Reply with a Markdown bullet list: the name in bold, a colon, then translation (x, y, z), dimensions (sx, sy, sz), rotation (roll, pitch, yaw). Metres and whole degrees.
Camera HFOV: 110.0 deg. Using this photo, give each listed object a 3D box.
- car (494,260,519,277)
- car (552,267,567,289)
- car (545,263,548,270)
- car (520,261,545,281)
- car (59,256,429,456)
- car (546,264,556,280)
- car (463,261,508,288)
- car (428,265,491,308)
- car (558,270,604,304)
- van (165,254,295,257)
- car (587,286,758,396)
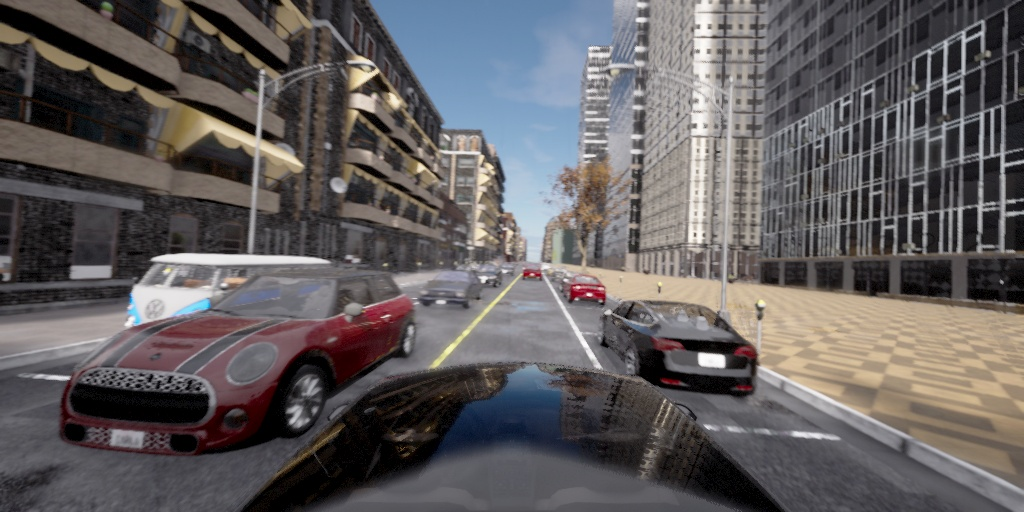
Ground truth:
- **car**: translation (-0.657, 1.551, 40.956), dimensions (2.128, 1.511, 4.902), rotation (3, 0, 4)
- **car**: translation (3.901, 1.673, 23.682), dimensions (2.007, 1.370, 4.403), rotation (0, 0, 4)
- **car**: translation (5.331, 1.907, 46.084), dimensions (1.751, 1.417, 4.829), rotation (0, 0, 4)
- **car**: translation (2.084, 1.616, 36.075), dimensions (1.882, 1.535, 5.008), rotation (3, 0, 4)
- **car**: translation (-3.054, 0.980, 5.277), dimensions (2.097, 1.767, 4.553), rotation (3, 0, 5)
- **car**: translation (4.610, 1.802, 34.798), dimensions (2.007, 1.370, 4.403), rotation (0, 0, 4)
- **car**: translation (-1.747, 1.351, 25.298), dimensions (2.128, 1.511, 4.902), rotation (3, 0, 4)
- **car**: translation (-2.389, 1.294, 15.504), dimensions (2.033, 1.411, 5.357), rotation (3, 0, 3)
- **car**: translation (3.545, 1.603, 18.123), dimensions (1.888, 1.381, 4.507), rotation (0, 0, 4)
- **van**: translation (-5.518, 0.869, 7.548), dimensions (1.690, 1.789, 3.998), rotation (0, 0, 4)
- **car**: translation (2.835, 1.497, 7.009), dimensions (1.948, 1.339, 4.313), rotation (0, 0, 4)
